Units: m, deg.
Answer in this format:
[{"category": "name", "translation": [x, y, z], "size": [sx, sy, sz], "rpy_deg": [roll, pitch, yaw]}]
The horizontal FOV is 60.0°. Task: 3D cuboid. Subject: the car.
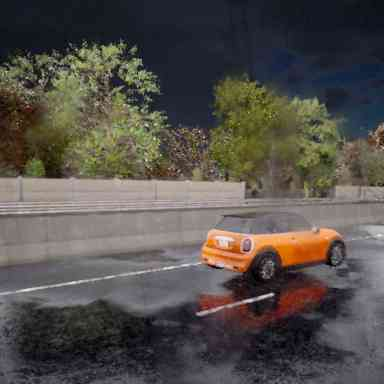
[{"category": "car", "translation": [2.553, 1.351, 9.868], "size": [4.553, 1.767, 2.097], "rpy_deg": [0, 0, -35]}]
